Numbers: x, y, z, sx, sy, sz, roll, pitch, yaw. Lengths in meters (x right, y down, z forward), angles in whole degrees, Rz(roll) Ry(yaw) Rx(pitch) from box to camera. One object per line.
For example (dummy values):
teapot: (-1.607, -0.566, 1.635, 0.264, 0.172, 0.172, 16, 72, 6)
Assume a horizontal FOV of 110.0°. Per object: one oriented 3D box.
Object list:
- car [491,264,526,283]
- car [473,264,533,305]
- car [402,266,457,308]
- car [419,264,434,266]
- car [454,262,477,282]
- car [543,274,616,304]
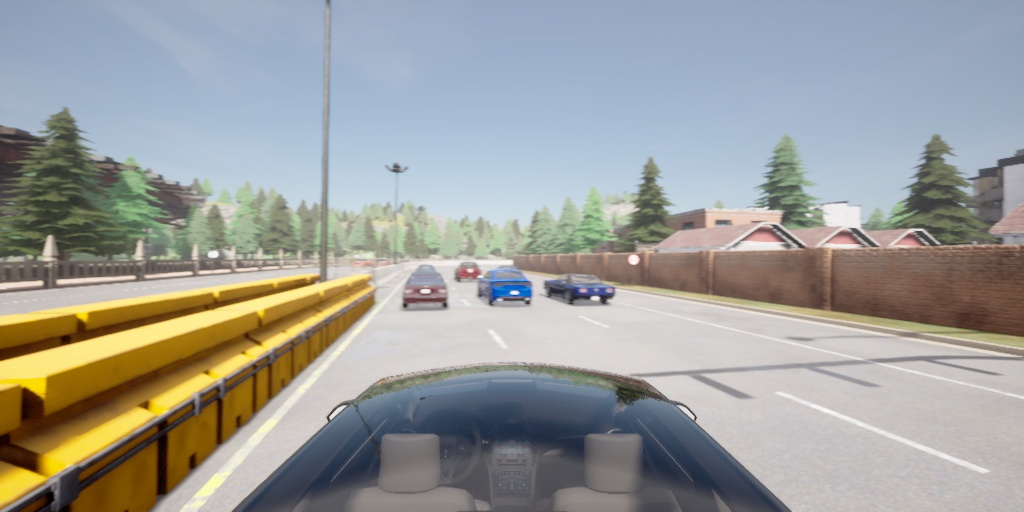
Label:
car: (-0.431, 1.513, 31.816, 2.033, 1.411, 5.357, 1, 0, -13)
car: (-0.457, 1.333, 16.888, 1.882, 1.535, 5.008, 1, 0, -13)
car: (-3.754, 1.350, 15.601, 2.033, 1.411, 5.357, 1, 0, -13)
car: (-7.239, 1.411, 30.191, 2.033, 1.411, 5.357, 1, 0, -13)
car: (-3.853, 1.265, 31.096, 2.097, 1.767, 4.553, 1, -1, -13)
car: (3.026, 1.505, 17.341, 1.895, 1.301, 4.718, 1, 0, -13)
